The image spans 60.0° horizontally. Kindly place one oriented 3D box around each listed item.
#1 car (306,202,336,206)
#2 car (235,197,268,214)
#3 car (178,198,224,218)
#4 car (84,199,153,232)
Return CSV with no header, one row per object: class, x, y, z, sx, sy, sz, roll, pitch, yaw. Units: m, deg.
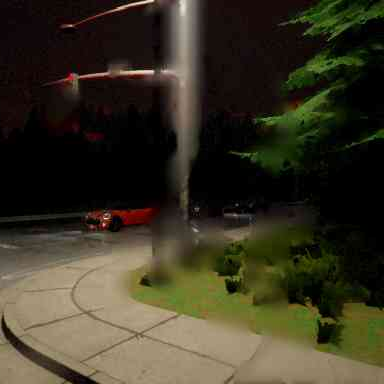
car,16.414,1.196,42.900,2.150,2.045,5.566,0,0,36
car,6.378,1.327,35.329,2.097,1.767,4.553,0,0,36
car,0.790,1.327,27.334,2.097,1.767,4.553,0,0,35
car,-4.222,1.327,20.086,2.097,1.767,4.553,0,0,35
